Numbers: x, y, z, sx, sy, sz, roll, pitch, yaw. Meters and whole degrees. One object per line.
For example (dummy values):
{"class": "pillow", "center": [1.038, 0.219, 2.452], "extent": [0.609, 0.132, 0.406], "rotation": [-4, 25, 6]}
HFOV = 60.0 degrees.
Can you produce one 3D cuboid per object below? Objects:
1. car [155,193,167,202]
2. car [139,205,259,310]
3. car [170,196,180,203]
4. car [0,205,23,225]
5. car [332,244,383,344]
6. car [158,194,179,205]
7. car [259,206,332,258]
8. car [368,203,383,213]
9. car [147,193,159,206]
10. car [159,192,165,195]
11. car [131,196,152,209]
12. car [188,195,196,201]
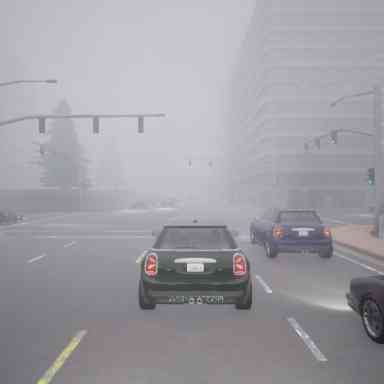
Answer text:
{"class": "car", "center": [-7.000, 1.225, 74.567], "extent": [2.150, 2.045, 5.566], "rotation": [0, 0, 0]}
{"class": "car", "center": [0.071, 1.352, 7.988], "extent": [2.097, 1.767, 4.553], "rotation": [0, 0, 0]}
{"class": "car", "center": [-3.500, 1.595, 71.100], "extent": [1.895, 1.301, 4.718], "rotation": [0, 0, 0]}
{"class": "car", "center": [-14.072, 1.437, 22.767], "extent": [4.902, 1.511, 2.128], "rotation": [0, 0, 7]}
{"class": "car", "center": [3.599, 1.547, 3.351], "extent": [2.033, 1.411, 5.357], "rotation": [0, 0, 0]}
{"class": "car", "center": [-3.597, 1.491, 51.082], "extent": [2.128, 1.511, 4.902], "rotation": [0, 0, 0]}
{"class": "car", "center": [3.587, 1.352, 12.827], "extent": [2.097, 1.767, 4.553], "rotation": [0, 0, 0]}
{"class": "car", "center": [19.936, 1.492, 32.455], "extent": [5.357, 1.411, 2.033], "rotation": [0, 0, -18]}
{"class": "car", "center": [-7.089, 1.352, 54.508], "extent": [2.097, 1.767, 4.553], "rotation": [0, 0, 0]}
{"class": "car", "center": [-7.047, 1.219, 64.032], "extent": [2.150, 2.045, 5.566], "rotation": [0, 0, 1]}
{"class": "car", "center": [-7.100, 1.601, 45.613], "extent": [1.895, 1.301, 4.718], "rotation": [0, 0, 0]}
{"class": "car", "center": [0.000, 1.525, 81.125], "extent": [2.128, 1.511, 4.902], "rotation": [0, 0, 0]}
